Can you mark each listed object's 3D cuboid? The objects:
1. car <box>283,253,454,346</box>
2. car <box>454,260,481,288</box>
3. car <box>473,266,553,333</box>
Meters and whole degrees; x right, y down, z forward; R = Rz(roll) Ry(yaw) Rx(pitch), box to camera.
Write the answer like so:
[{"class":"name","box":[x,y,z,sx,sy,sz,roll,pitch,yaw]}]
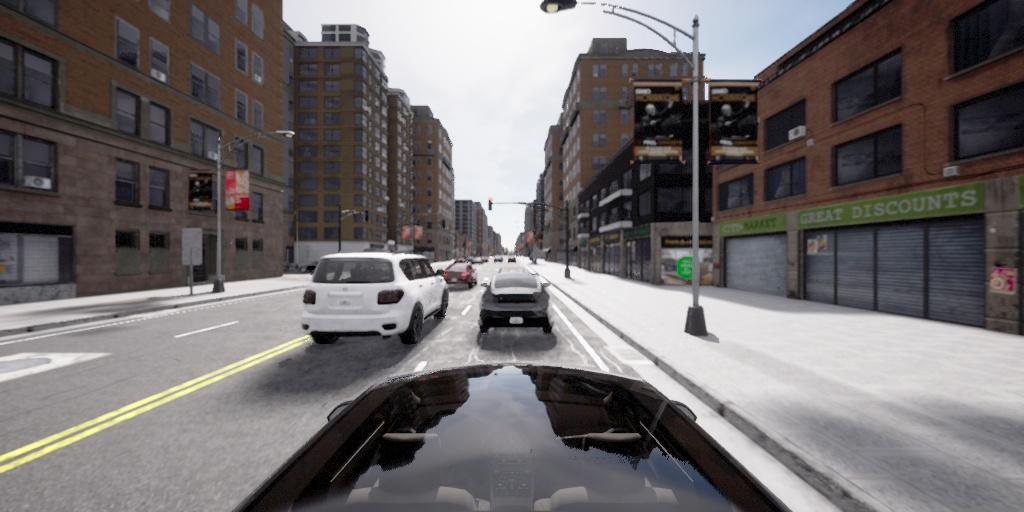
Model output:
[{"class":"car","box":[-3.151,0.930,9.441,2.150,2.045,5.566,0,1,0]},{"class":"car","box":[-3.212,1.162,22.311,1.812,1.442,4.674,0,0,0]},{"class":"car","box":[0.099,1.206,10.567,1.837,1.490,4.892,0,0,0]}]
